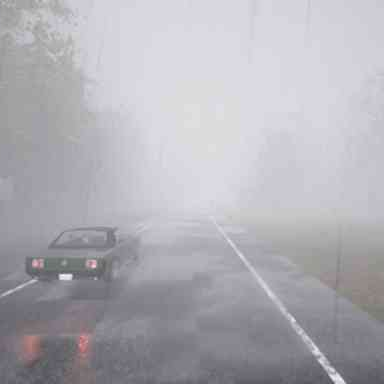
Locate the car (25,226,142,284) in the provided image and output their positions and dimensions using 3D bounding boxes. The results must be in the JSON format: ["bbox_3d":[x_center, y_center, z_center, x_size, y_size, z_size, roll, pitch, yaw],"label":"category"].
[{"bbox_3d":[-2.742,1.634,9.682,1.895,1.301,4.718,0,0,2],"label":"car"}]
